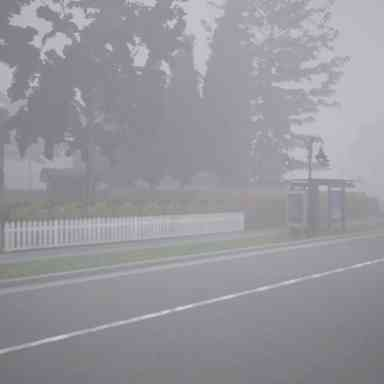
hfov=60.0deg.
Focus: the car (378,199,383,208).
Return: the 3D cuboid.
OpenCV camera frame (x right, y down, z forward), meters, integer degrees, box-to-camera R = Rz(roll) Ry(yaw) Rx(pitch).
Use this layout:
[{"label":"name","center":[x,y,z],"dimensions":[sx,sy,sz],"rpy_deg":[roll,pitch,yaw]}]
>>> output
[{"label":"car","center":[29.157,1.811,52.676],"dimensions":[1.837,1.490,4.892],"rpy_deg":[1,0,-12]}]
